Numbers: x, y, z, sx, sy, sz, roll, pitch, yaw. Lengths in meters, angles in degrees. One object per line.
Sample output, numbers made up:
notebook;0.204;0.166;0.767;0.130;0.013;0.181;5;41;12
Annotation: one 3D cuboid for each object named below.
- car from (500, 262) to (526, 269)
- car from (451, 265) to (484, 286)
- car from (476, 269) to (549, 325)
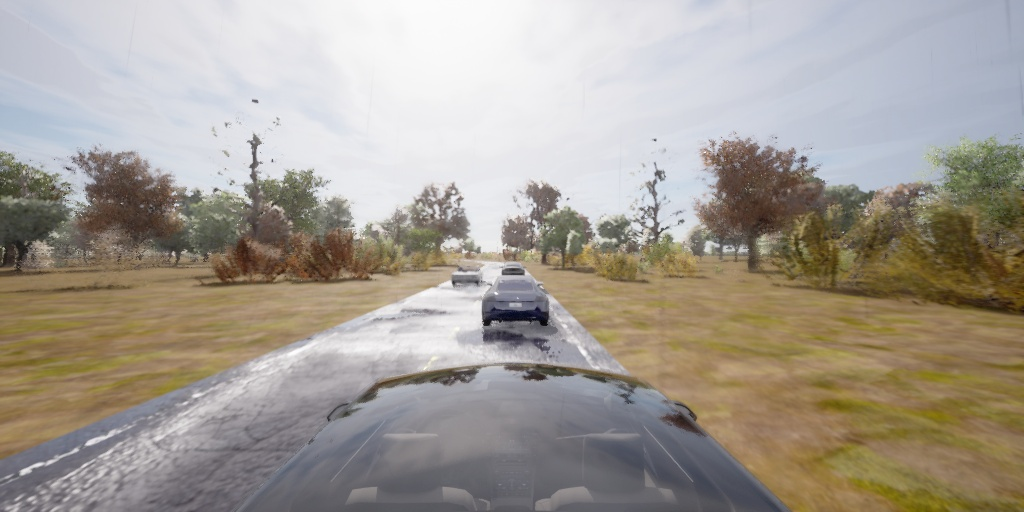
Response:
car;0.093;1.253;29.392;1.837;1.490;4.892;0;0;0
car;-3.100;1.350;25.430;1.895;1.301;4.718;0;0;0
car;0.096;1.315;11.853;1.994;1.385;4.181;0;0;0
